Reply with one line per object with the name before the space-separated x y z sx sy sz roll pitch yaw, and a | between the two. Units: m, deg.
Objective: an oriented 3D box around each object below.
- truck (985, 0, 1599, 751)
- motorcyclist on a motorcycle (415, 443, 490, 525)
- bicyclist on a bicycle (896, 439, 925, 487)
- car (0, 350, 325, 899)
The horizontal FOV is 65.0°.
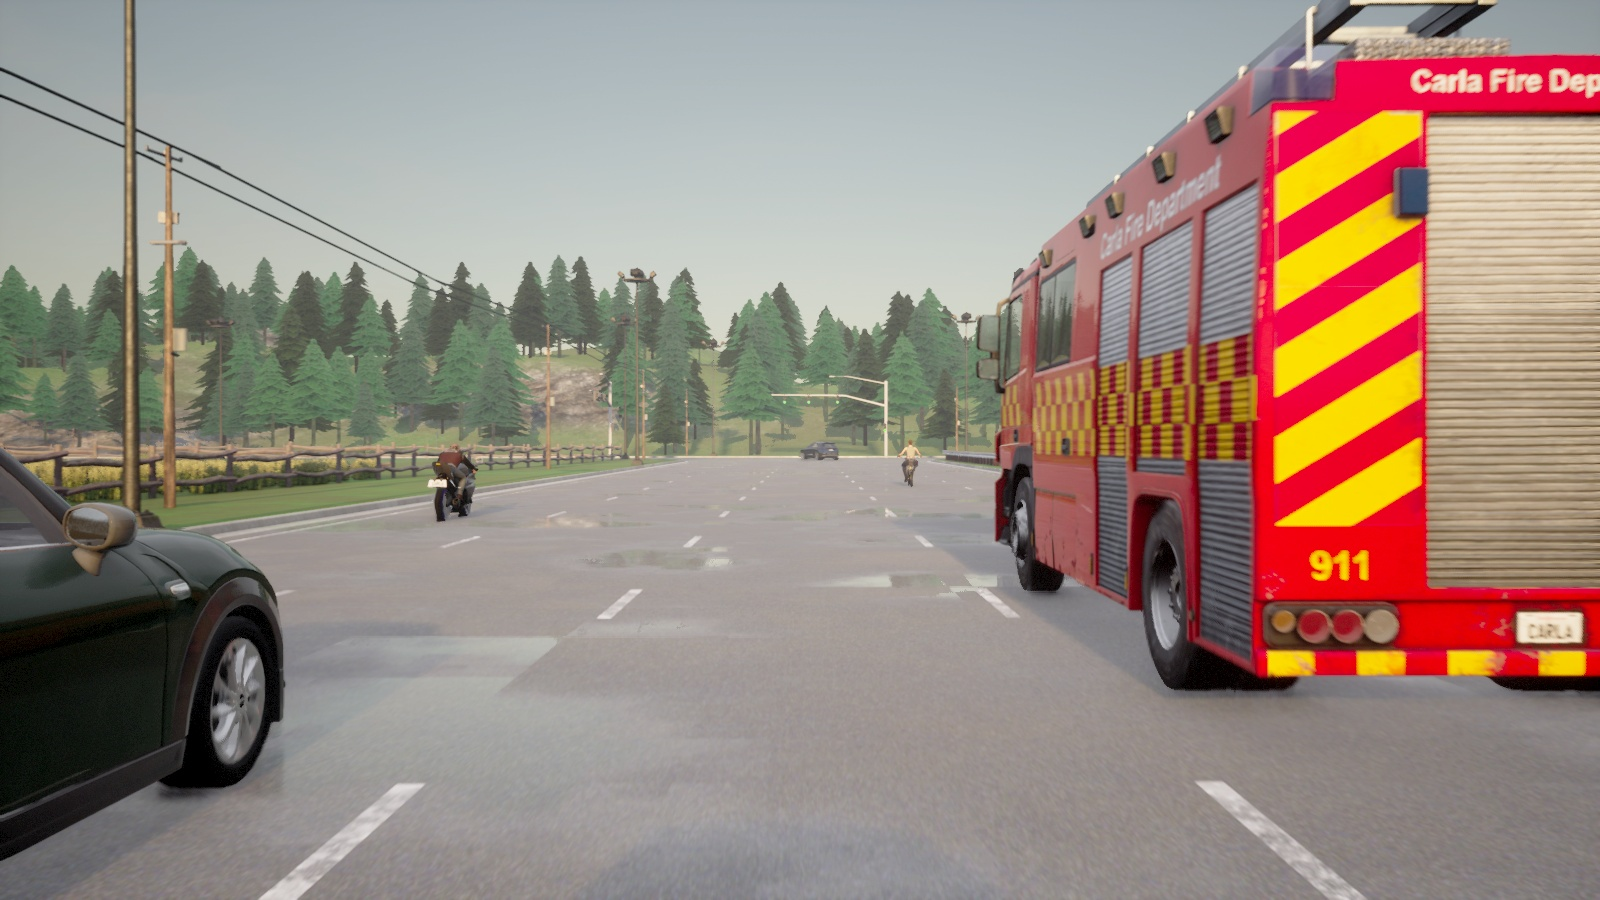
truck | 3.575 -0.474 10.330 2.891 3.827 8.468 0 0 0
motorcyclist on a motorcycle | -6.843 0.636 24.820 0.866 1.530 2.191 0 0 0
bicyclist on a bicycle | 3.755 0.444 42.875 0.866 1.612 1.509 0 0 1
car | -3.461 0.579 4.069 2.097 1.767 4.553 0 0 0
